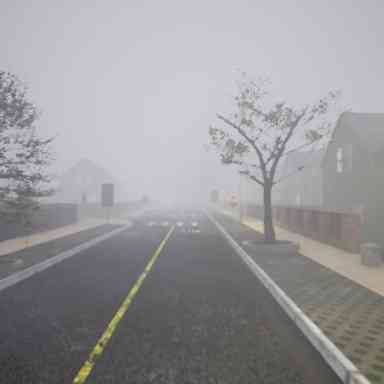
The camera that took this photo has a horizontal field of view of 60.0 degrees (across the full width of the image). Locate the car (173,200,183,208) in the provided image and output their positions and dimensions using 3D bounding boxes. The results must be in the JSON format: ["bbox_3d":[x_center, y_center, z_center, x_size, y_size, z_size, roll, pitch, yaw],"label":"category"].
[{"bbox_3d":[-2.778,2.388,68.160,1.882,1.535,5.008,0,-1,0],"label":"car"}]
